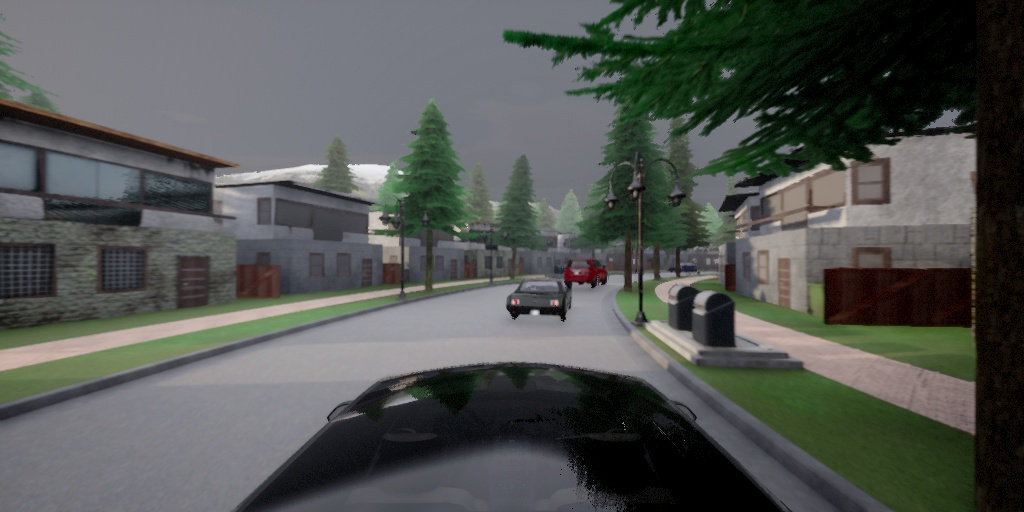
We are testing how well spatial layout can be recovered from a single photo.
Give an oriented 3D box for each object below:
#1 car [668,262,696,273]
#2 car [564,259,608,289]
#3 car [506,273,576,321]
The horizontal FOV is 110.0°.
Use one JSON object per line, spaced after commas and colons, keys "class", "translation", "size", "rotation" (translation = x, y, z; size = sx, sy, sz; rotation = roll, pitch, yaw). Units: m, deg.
{"class": "car", "translation": [25.719, 1.690, 54.287], "size": [4.553, 1.767, 2.097], "rotation": [0, -1, -32]}
{"class": "car", "translation": [5.512, 1.243, 26.419], "size": [2.150, 2.045, 5.566], "rotation": [0, 0, 26]}
{"class": "car", "translation": [1.185, 1.475, 13.161], "size": [1.895, 1.301, 4.718], "rotation": [0, -1, 12]}
